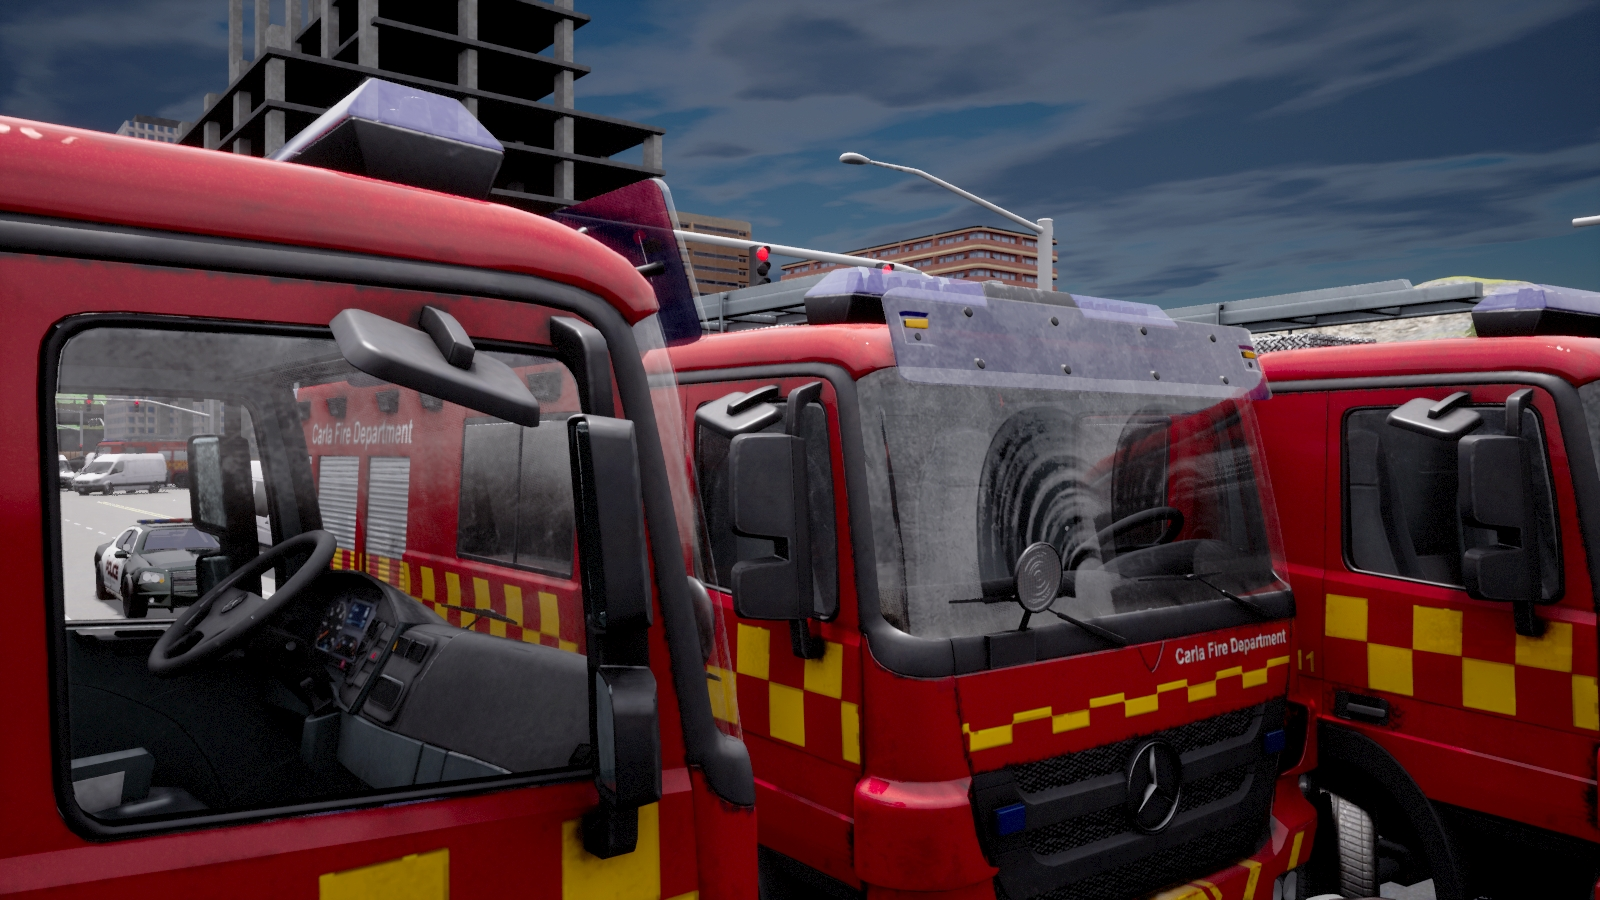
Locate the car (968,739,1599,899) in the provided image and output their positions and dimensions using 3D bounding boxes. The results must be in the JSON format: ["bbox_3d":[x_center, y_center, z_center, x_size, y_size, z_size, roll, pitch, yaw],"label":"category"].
[{"bbox_3d":[2.437,2.065,3.109,1.970,1.475,3.806,0,0,-30],"label":"car"}]

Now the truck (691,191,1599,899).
[{"bbox_3d":[2.348,0.890,8.605,2.891,3.827,8.468,0,0,-31],"label":"truck"}]

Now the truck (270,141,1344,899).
[{"bbox_3d":[-1.099,0.890,8.003,2.891,3.827,8.468,0,0,-38],"label":"truck"}]

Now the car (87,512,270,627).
[{"bbox_3d":[-11.386,2.037,20.746,2.038,1.542,4.974,0,0,-39],"label":"car"}]
